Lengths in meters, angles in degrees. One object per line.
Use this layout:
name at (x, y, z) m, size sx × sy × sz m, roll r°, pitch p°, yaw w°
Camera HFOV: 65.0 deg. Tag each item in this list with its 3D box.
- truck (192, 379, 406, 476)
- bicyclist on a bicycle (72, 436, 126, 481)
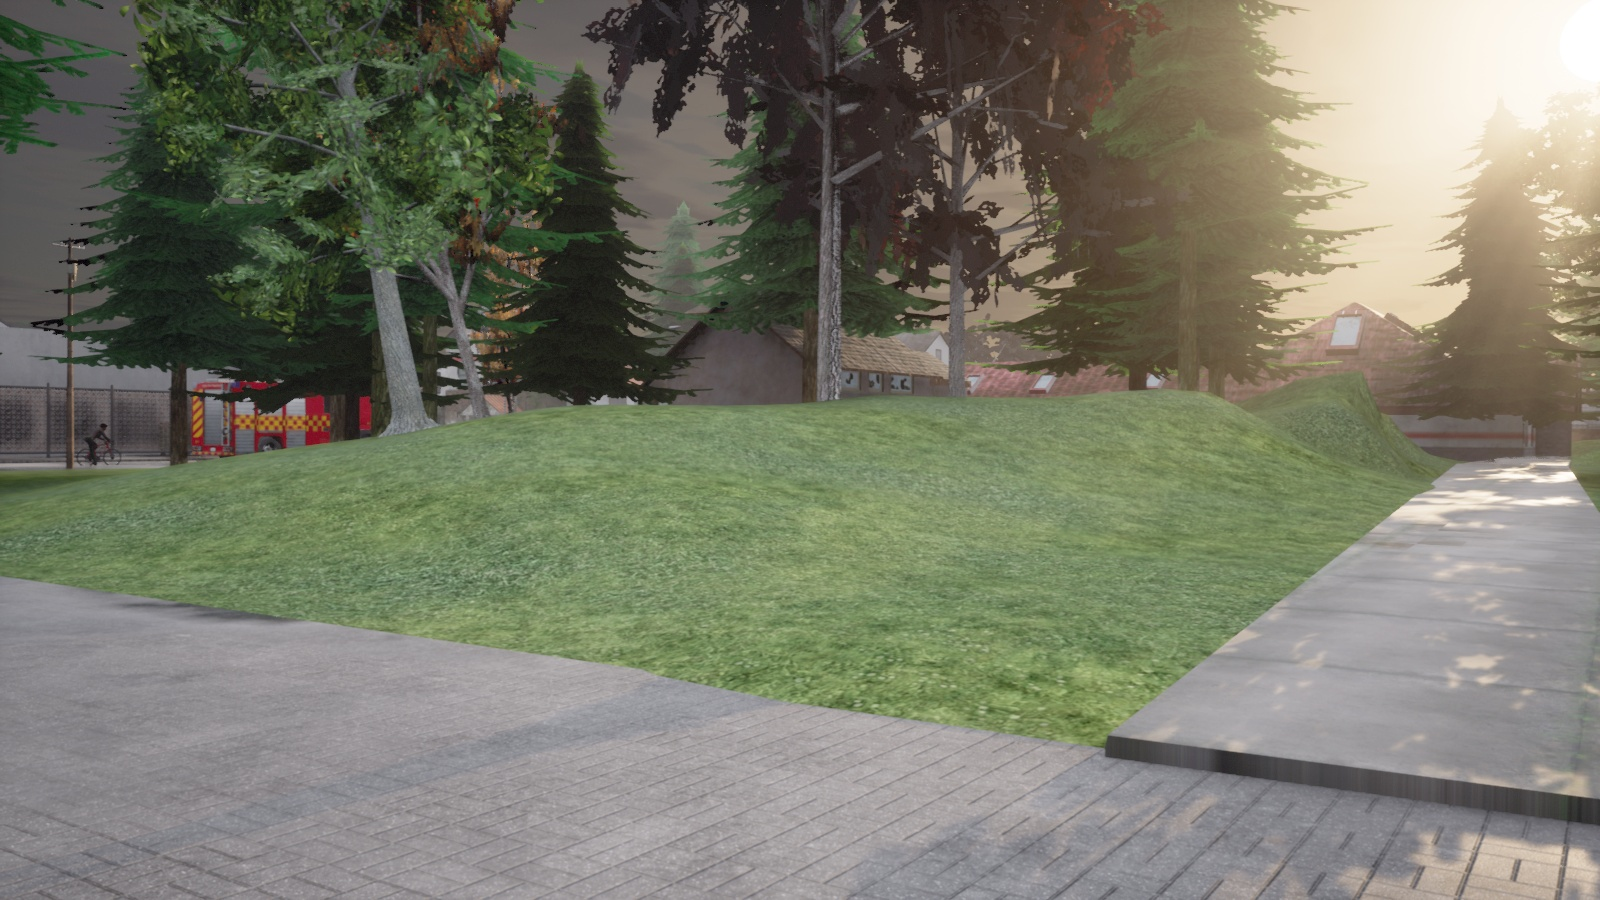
truck at (-21.381, -0.956, 54.236) m, size 2.891 × 3.827 × 8.468 m, roll 0°, pitch 1°, yaw 32°
bicyclist on a bicycle at (-26.211, 0.305, 46.977) m, size 0.582 × 1.620 × 1.656 m, roll 0°, pitch 1°, yaw 34°
